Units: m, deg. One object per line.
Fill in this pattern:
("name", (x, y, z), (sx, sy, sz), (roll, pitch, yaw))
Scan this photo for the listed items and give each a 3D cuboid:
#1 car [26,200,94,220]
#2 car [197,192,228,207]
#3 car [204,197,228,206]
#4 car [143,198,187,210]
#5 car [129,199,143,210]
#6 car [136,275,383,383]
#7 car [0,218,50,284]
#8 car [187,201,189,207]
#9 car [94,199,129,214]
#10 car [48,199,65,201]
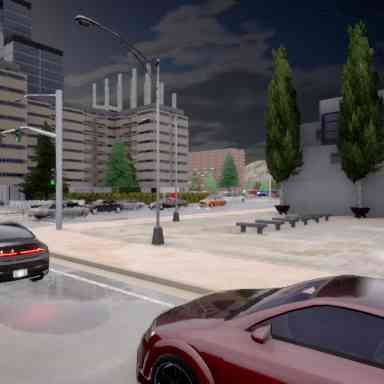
("car", (-10.965, 1.601, 27.622), (1.895, 1.301, 4.718), (0, 0, 40))
("car", (3.023, 1.352, 49.835), (2.097, 1.767, 4.553), (0, 0, 40))
("car", (4.063, 1.564, 56.443), (1.994, 1.385, 4.181), (0, 0, 41))
("car", (-3.379, 1.491, 42.300), (2.128, 1.511, 4.902), (0, 0, 40))
("car", (-8.281, 1.601, 41.930), (1.895, 1.301, 4.718), (0, 0, 40))
("car", (1.422, 1.564, 3.226), (4.181, 1.385, 1.994), (0, 0, 37))
("car", (-5.557, 1.505, 8.734), (4.892, 1.490, 1.837), (0, 0, 40))
("car", (-2.414, 1.564, 48.844), (1.994, 1.385, 4.181), (0, 0, 41))
("car", (-9.461, 1.505, 35.123), (1.837, 1.490, 4.892), (0, 0, 40))
("car", (-14.318, 1.478, 34.805), (1.882, 1.535, 5.008), (0, 0, 40))
